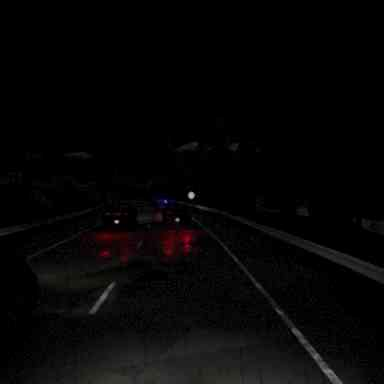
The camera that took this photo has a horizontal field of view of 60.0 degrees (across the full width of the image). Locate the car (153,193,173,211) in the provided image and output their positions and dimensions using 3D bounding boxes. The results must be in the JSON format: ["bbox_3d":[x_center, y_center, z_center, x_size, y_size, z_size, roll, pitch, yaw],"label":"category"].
[{"bbox_3d":[-3.430,1.178,40.383,2.150,2.045,5.566,0,0,-9],"label":"car"}]

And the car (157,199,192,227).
[{"bbox_3d":[-1.095,1.466,22.429,2.128,1.511,4.902,0,0,-5],"label":"car"}]

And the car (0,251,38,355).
[{"bbox_3d":[-3.475,1.220,2.906,2.150,2.045,5.566,0,0,-1],"label":"car"}]

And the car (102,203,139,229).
[{"bbox_3d":[-4.490,1.469,21.264,2.128,1.511,4.902,0,0,-5],"label":"car"}]
